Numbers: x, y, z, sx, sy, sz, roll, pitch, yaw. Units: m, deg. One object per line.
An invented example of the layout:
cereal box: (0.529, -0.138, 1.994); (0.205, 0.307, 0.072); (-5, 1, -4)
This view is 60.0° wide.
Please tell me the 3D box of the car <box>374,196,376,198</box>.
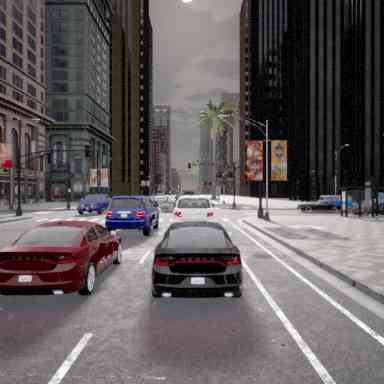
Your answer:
car: (23.993, 1.197, 37.094); (5.566, 2.045, 2.150); (0, 0, 0)

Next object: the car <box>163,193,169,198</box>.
car: (-6.524, 1.226, 68.566); (2.150, 2.045, 5.566); (0, 0, 0)

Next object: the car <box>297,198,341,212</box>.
car: (14.235, 1.583, 37.093); (4.718, 1.301, 1.895); (0, 0, 0)

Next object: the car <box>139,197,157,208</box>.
car: (-6.539, 1.493, 49.765); (2.128, 1.511, 4.902); (0, 0, -2)

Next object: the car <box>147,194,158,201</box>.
car: (-9.773, 1.355, 82.279); (2.097, 1.767, 4.553); (0, 0, 0)

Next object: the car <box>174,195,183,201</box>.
car: (-3.272, 1.496, 81.605); (1.837, 1.490, 4.892); (0, 0, 0)

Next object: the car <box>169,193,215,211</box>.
car: (0.097, 1.221, 18.533); (2.150, 2.045, 5.566); (0, 0, 0)

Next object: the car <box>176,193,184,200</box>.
car: (-3.274, 1.193, 91.995); (2.097, 1.767, 4.553); (0, 0, 0)

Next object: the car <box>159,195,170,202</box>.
car: (-6.521, 1.529, 78.916); (2.128, 1.511, 4.902); (0, 0, 0)

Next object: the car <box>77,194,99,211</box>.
car: (-9.859, 1.221, 33.913); (2.150, 2.045, 5.566); (0, 0, 0)

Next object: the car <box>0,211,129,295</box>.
car: (-3.152, 1.477, 8.727); (1.882, 1.535, 5.008); (0, 0, 0)

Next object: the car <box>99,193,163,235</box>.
car: (-3.184, 1.221, 18.592); (2.150, 2.045, 5.566); (0, 0, 2)

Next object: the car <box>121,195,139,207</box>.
car: (-9.856, 1.354, 53.124); (2.097, 1.767, 4.553); (0, 0, 0)

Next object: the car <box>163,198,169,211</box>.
car: (-1.240, 1.601, 36.616); (4.718, 1.301, 1.895); (0, 0, 39)

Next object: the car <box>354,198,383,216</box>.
car: (17.062, 1.548, 31.232); (4.403, 1.369, 2.008); (0, 0, 0)

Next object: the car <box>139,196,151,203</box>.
car: (-9.768, 1.528, 68.901); (1.812, 1.442, 4.674); (0, 0, 0)

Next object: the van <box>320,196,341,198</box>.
van: (17.056, 1.314, 39.756); (3.998, 1.788, 1.690); (0, 0, 0)

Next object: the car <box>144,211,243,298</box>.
car: (0.097, 1.477, 8.573); (1.882, 1.535, 5.008); (0, 0, 0)

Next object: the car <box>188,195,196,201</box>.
car: (-0.022, 1.505, 83.199); (1.837, 1.490, 4.892); (0, 0, 0)
